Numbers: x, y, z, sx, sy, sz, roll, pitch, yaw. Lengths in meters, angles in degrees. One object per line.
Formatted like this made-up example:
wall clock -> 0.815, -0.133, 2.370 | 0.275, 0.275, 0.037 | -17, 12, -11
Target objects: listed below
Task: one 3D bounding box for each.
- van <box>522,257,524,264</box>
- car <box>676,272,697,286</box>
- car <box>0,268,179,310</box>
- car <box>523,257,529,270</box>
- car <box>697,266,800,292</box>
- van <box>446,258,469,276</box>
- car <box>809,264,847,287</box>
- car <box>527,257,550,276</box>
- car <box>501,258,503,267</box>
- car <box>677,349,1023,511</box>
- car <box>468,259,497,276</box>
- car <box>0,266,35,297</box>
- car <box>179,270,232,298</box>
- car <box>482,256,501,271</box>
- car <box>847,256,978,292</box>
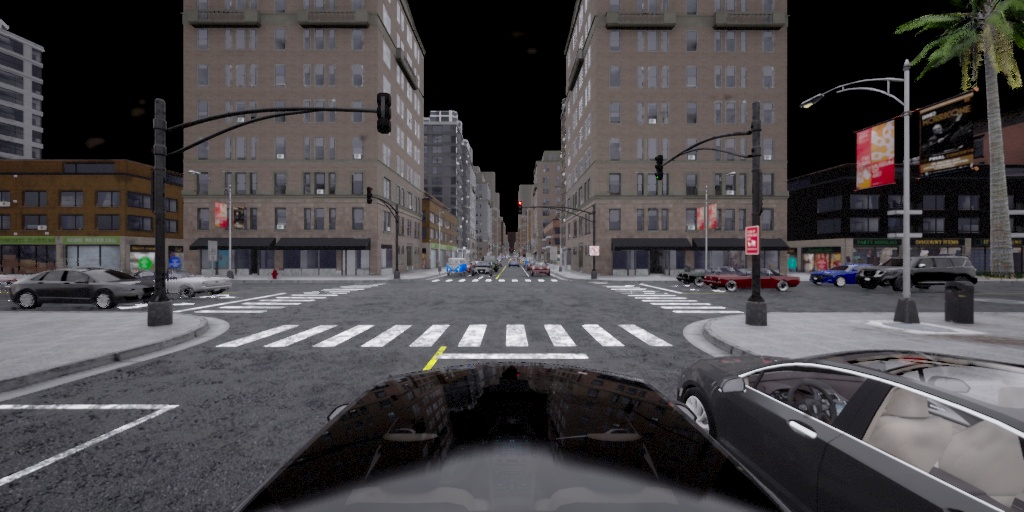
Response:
van -> 2.934, 1.094, 59.612 | 1.690, 1.789, 3.998 | 0, 0, 0
car -> 13.739, 1.365, 24.263 | 4.718, 1.301, 1.895 | 0, 0, 0
car -> -16.525, 1.237, 14.144 | 4.892, 1.490, 1.837 | 0, 0, 0
car -> 2.880, 1.193, 48.273 | 1.967, 1.591, 4.097 | 0, 0, 0
car -> 13.857, 1.370, 21.014 | 4.718, 1.301, 1.895 | 0, 0, 0
van -> -5.701, 1.093, 36.974 | 1.690, 1.789, 3.998 | 0, 0, 0
car -> 23.058, 1.258, 24.308 | 5.008, 1.535, 1.882 | 0, 0, 0
car -> 2.825, 1.192, 36.935 | 1.967, 1.591, 4.097 | 0, 0, 0
car -> -2.847, 1.355, 55.711 | 1.895, 1.301, 4.718 | 0, 0, 0
car -> 2.668, 1.300, 2.286 | 2.007, 1.370, 4.403 | 0, 0, 0
car -> -2.945, 1.316, 36.612 | 1.994, 1.385, 4.181 | 0, 0, 0
car -> -26.663, 1.236, 17.362 | 4.674, 1.442, 1.812 | 0, 0, 0
car -> -16.539, 1.327, 17.411 | 4.718, 1.301, 1.895 | 0, 0, 0
car -> -2.896, 0.975, 45.920 | 2.150, 2.045, 5.566 | 0, 0, 0
car -> 23.629, 1.006, 21.061 | 5.566, 2.045, 2.150 | 0, 0, 0
